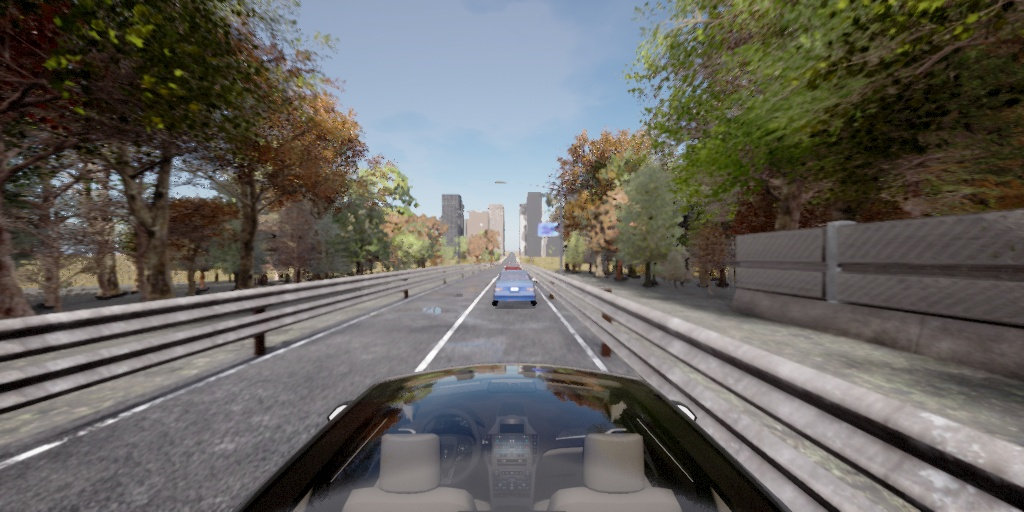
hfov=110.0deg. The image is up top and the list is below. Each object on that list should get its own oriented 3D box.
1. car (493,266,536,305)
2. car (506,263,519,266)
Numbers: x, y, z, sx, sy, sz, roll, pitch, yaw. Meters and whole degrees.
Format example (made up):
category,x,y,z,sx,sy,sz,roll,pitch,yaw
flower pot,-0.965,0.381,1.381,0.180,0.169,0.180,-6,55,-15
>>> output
category,x,y,z,sx,sy,sz,roll,pitch,yaw
car,0.098,1.349,16.384,2.033,1.411,5.357,0,0,0
car,0.098,1.576,42.118,1.882,1.535,5.008,0,-1,0
